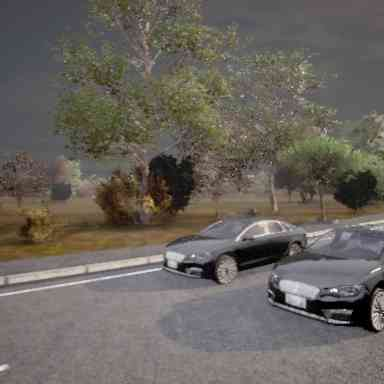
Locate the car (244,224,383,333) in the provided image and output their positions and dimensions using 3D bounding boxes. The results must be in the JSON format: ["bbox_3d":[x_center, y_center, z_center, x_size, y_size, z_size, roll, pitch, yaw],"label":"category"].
[{"bbox_3d":[3.593,1.493,6.922,4.902,1.511,2.128,0,0,-39],"label":"car"}]

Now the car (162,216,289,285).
[{"bbox_3d":[1.433,1.501,9.679,4.902,1.511,2.128,0,0,-39],"label":"car"}]
